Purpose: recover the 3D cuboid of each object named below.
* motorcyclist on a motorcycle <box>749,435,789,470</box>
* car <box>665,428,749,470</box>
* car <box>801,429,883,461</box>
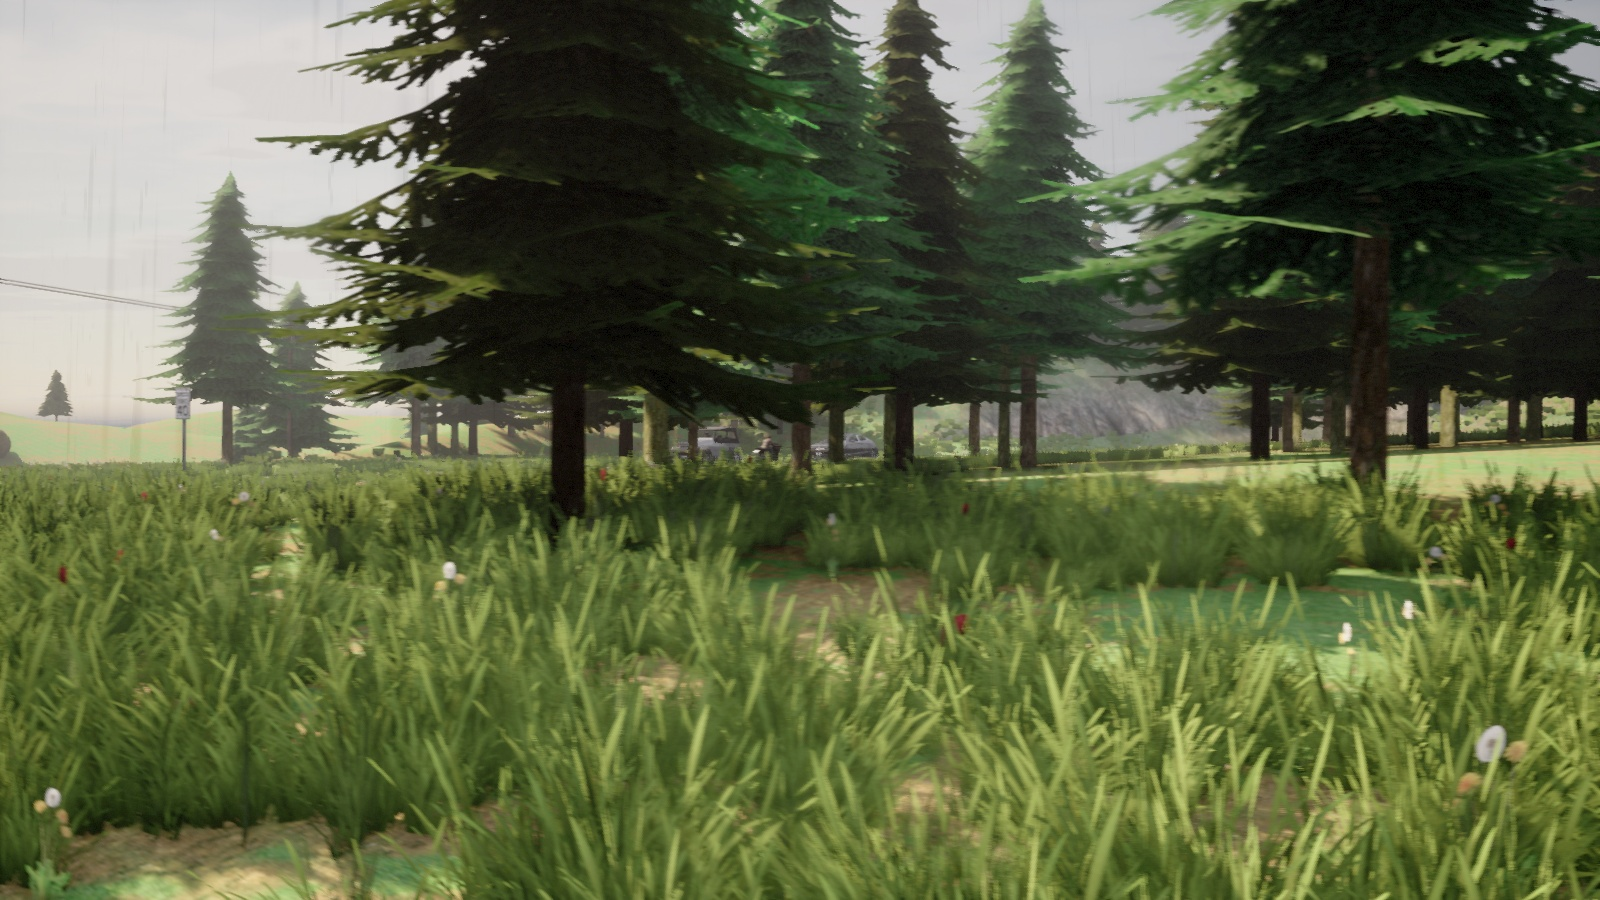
[{"bbox_3d":[-1.380,0.092,56.680,0.797,1.523,2.044,0,1,33],"label":"motorcyclist on a motorcycle"},{"bbox_3d":[-4.279,-0.087,58.093,1.905,1.878,3.866,0,1,33],"label":"car"},{"bbox_3d":[2.331,-0.303,68.274,2.152,1.651,5.027,0,1,33],"label":"car"}]
